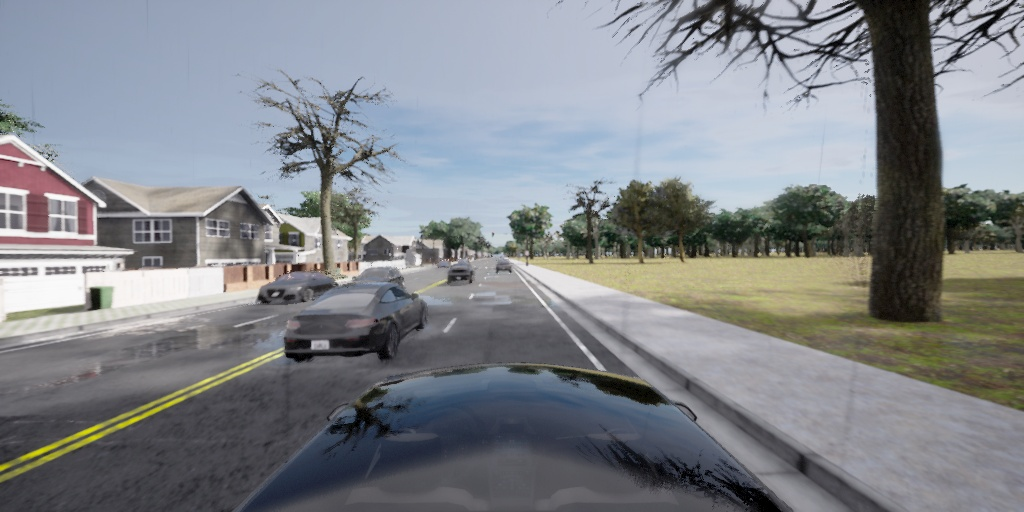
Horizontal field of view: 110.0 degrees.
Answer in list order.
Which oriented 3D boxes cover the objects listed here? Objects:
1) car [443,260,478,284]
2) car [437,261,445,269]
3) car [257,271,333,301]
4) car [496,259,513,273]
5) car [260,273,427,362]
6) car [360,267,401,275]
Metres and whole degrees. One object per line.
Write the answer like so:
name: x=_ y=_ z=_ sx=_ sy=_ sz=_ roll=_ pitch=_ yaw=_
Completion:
car: x=-3.808 y=1.298 z=27.591 sx=1.837 sy=1.490 sz=4.892 roll=-1 pitch=0 yaw=-2
car: x=-11.324 y=1.481 z=60.480 sx=2.033 sy=1.411 sz=5.357 roll=-1 pitch=0 yaw=-2
car: x=-10.226 y=1.457 z=17.428 sx=1.994 sy=1.385 sz=4.181 roll=-1 pitch=0 yaw=-2
car: x=-0.977 y=1.233 z=42.677 sx=2.128 sy=1.511 sz=4.902 roll=-1 pitch=0 yaw=-2
car: x=-3.273 y=1.322 z=8.296 sx=1.812 sy=1.442 sz=4.674 roll=-1 pitch=0 yaw=-2
car: x=-7.018 y=1.350 z=18.917 sx=1.837 sy=1.490 sz=4.892 roll=-1 pitch=0 yaw=-2
